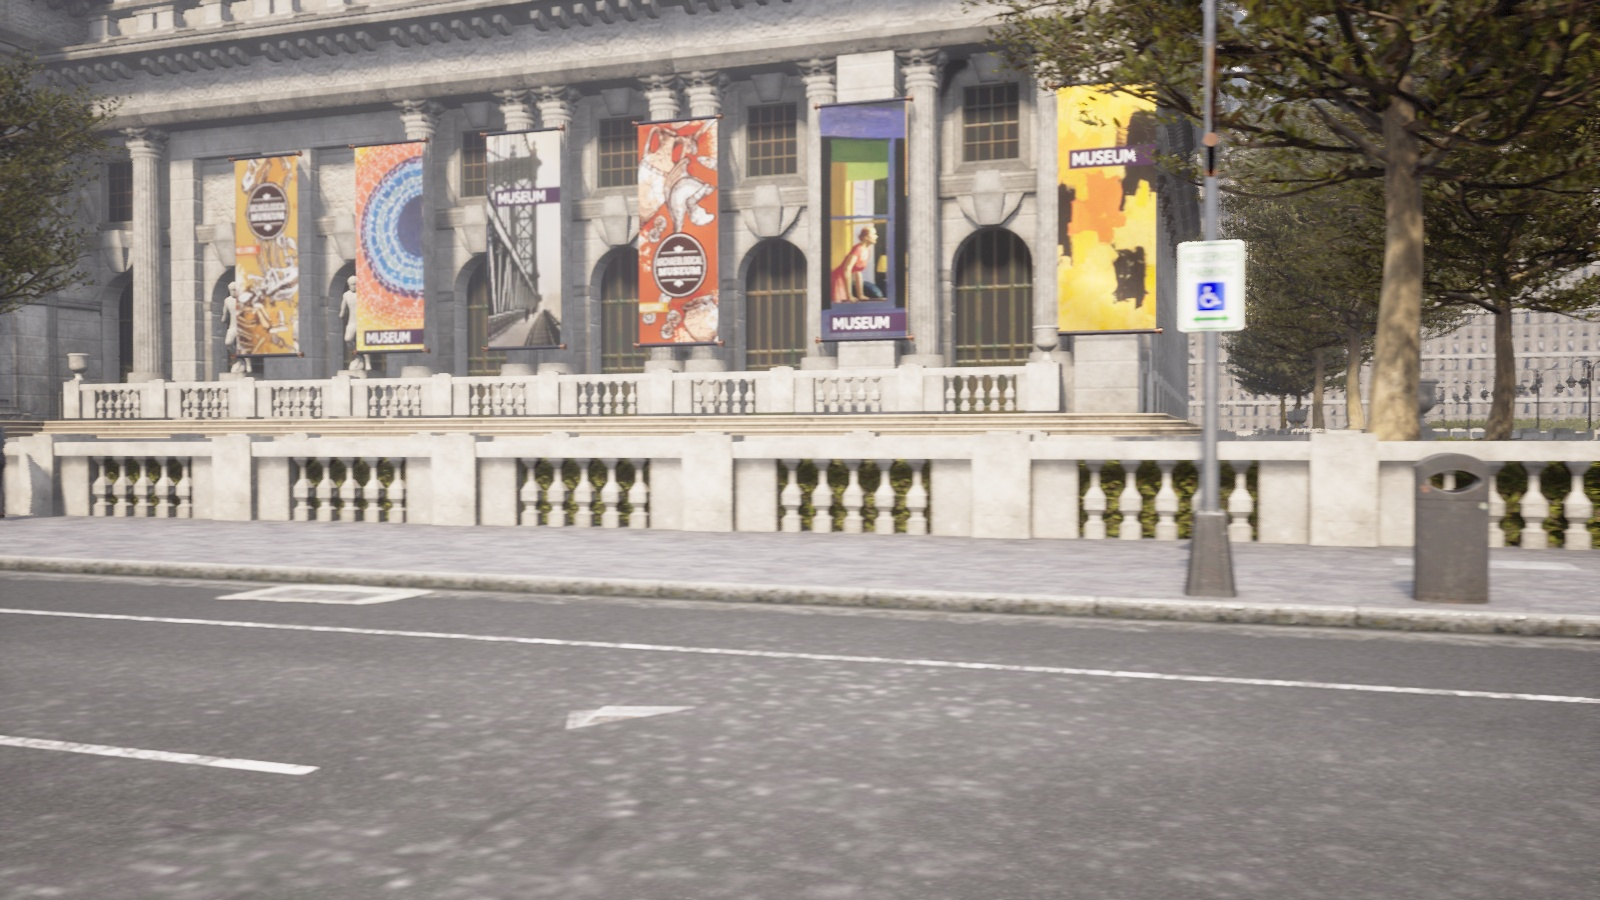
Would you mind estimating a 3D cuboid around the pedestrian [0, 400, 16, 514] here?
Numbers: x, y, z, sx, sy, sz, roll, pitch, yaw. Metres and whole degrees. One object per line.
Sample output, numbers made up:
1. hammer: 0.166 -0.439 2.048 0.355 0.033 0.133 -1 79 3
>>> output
1. pedestrian: -13.229 0.107 20.365 0.694 1.848 0.540 1 1 18
